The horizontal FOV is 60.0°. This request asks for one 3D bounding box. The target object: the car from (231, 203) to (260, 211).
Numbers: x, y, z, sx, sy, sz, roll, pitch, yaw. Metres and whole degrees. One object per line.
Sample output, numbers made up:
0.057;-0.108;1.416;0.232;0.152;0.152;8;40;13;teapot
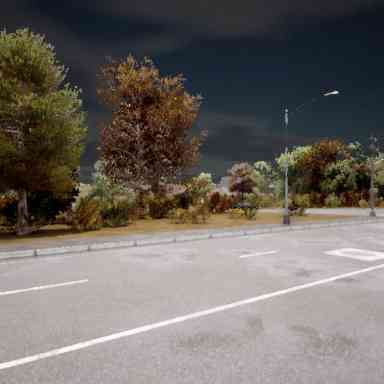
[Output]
8.120;2.324;50.406;1.895;1.301;4.718;0;-3;-32;car
